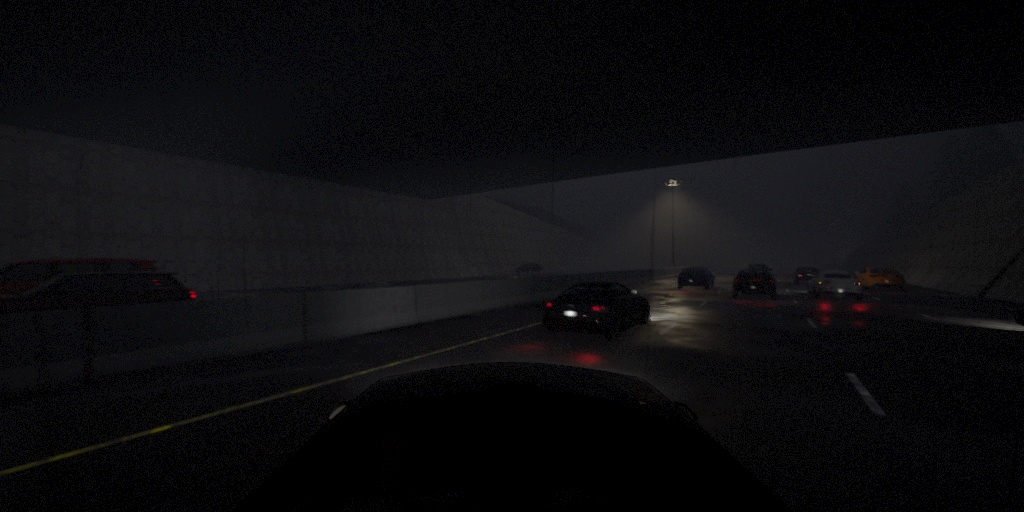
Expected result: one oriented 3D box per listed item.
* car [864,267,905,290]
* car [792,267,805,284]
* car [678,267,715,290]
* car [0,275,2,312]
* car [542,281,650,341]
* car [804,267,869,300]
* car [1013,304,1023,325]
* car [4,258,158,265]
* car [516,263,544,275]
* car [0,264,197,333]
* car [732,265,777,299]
[{"bbox_3d":[25.847,1.529,25.377,1.882,1.535,5.008,-1,-1,35],"label":"car"},{"bbox_3d":[25.477,1.669,30.932,2.033,1.411,5.357,-1,-1,35],"label":"car"},{"bbox_3d":[13.263,1.531,25.725,1.882,1.535,5.008,0,-1,35],"label":"car"},{"bbox_3d":[-21.774,1.450,12.750,1.994,1.385,4.181,-1,-1,35],"label":"car"},{"bbox_3d":[2.601,1.425,10.551,1.994,1.385,4.181,0,-1,35],"label":"car"},{"bbox_3d":[17.394,1.501,19.440,1.812,1.442,4.674,0,-1,35],"label":"car"},{"bbox_3d":[13.243,1.371,7.431,2.033,1.411,5.357,0,-1,35],"label":"car"},{"bbox_3d":[-14.409,1.087,11.055,2.150,2.045,5.566,0,-1,35],"label":"car"},{"bbox_3d":[2.380,1.625,46.942,1.837,1.490,4.892,0,-1,35],"label":"car"},{"bbox_3d":[-11.283,1.197,9.416,2.097,1.767,4.553,0,-1,35],"label":"car"},{"bbox_3d":[13.544,1.460,20.038,1.882,1.535,5.008,0,-1,35],"label":"car"}]
